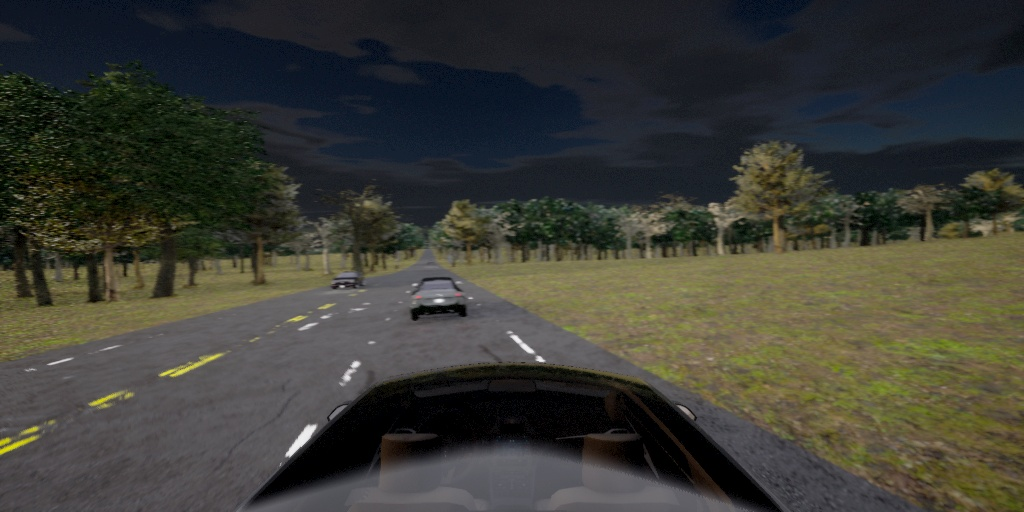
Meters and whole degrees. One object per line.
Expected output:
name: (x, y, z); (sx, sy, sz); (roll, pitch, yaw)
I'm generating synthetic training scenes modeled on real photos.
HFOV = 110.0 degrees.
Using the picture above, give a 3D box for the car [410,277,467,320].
car: (-2.897, 1.507, 14.019); (1.994, 1.385, 4.181); (-2, 0, -13)

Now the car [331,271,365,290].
car: (-13.804, 2.033, 30.500); (2.033, 1.411, 5.357); (-2, 0, -13)
